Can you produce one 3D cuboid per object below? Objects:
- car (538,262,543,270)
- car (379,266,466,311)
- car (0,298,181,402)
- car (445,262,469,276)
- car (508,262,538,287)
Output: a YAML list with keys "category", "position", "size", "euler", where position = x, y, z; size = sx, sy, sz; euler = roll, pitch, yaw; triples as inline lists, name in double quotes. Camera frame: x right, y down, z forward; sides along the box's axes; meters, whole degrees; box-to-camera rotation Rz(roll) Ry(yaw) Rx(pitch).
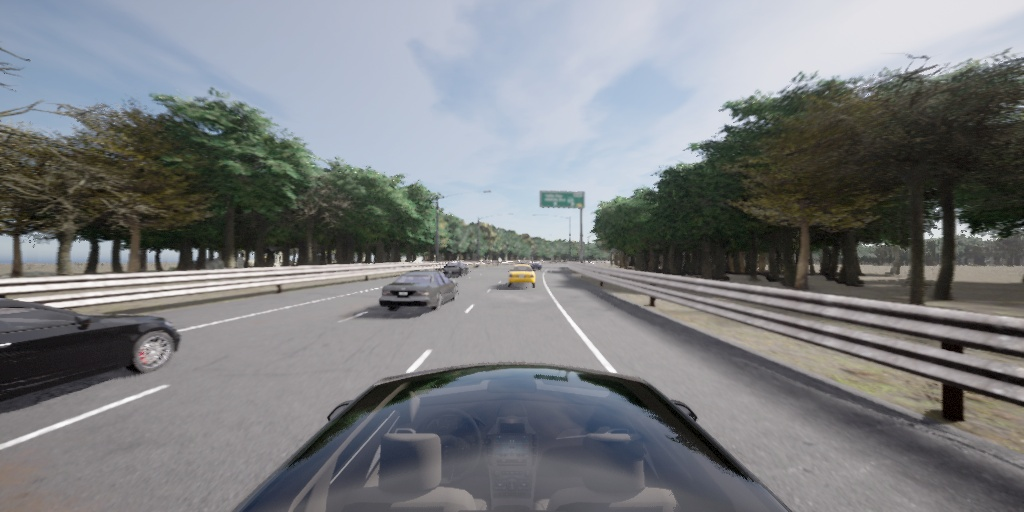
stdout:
- category: "car"
  position: [3.968, 1.617, 58.633]
  size: [1.895, 1.301, 4.718]
  euler: [0, 0, 8]
- category: "car"
  position: [-3.468, 1.298, 14.363]
  size: [2.033, 1.411, 5.357]
  euler: [0, 0, 3]
- category: "car"
  position: [-6.944, 1.238, 4.516]
  size: [1.812, 1.442, 4.674]
  euler: [0, 0, 1]
- category: "car"
  position: [-5.590, 1.316, 36.110]
  size: [2.128, 1.511, 4.902]
  euler: [0, 0, 5]
- category: "car"
  position: [0.734, 1.267, 25.174]
  size: [1.801, 1.575, 5.366]
  euler: [0, 0, 3]
